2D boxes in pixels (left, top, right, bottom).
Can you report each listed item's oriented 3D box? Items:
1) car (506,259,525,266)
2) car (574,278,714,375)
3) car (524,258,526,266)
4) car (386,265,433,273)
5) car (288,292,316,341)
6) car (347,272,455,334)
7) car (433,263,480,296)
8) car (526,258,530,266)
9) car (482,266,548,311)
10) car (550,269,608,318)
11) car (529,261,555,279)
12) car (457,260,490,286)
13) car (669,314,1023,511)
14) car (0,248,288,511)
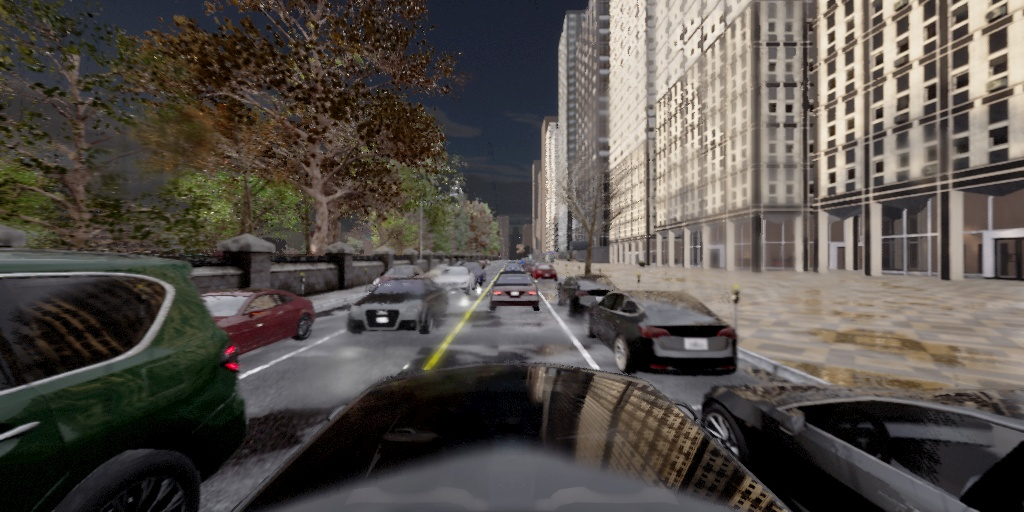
[{"bbox_3d":[0.112,1.382,40.313,2.033,1.411,5.357,0,0,0],"label":"car"},{"bbox_3d":[2.690,1.325,7.321,1.948,1.339,4.313,0,0,0],"label":"car"},{"bbox_3d":[2.700,1.276,41.114,1.967,1.591,4.097,0,0,0],"label":"car"},{"bbox_3d":[-5.687,1.223,18.588,1.967,1.591,4.097,0,0,0],"label":"car"},{"bbox_3d":[-5.691,1.343,7.323,1.802,1.307,4.207,0,0,0],"label":"car"},{"bbox_3d":[-3.080,1.331,10.511,1.994,1.385,4.181,0,0,0],"label":"car"},{"bbox_3d":[-3.068,1.311,19.852,1.812,1.442,4.674,0,0,0],"label":"car"},{"bbox_3d":[2.698,1.261,35.482,1.967,1.591,4.097,0,0,0],"label":"car"},{"bbox_3d":[0.102,1.322,14.661,2.033,1.411,5.357,0,0,0],"label":"car"},{"bbox_3d":[2.692,1.336,12.953,1.948,1.339,4.313,0,0,0],"label":"car"},{"bbox_3d":[2.697,1.352,29.851,1.888,1.381,4.507,0,0,0],"label":"car"},{"bbox_3d":[-2.994,1.152,25.805,2.097,1.767,4.553,0,0,0],"label":"car"},{"bbox_3d":[2.688,1.315,1.688,1.948,1.339,4.313,0,0,0],"label":"car"},{"bbox_3d":[-3.096,0.971,0.401,2.150,2.045,5.566,0,0,0],"label":"car"}]
